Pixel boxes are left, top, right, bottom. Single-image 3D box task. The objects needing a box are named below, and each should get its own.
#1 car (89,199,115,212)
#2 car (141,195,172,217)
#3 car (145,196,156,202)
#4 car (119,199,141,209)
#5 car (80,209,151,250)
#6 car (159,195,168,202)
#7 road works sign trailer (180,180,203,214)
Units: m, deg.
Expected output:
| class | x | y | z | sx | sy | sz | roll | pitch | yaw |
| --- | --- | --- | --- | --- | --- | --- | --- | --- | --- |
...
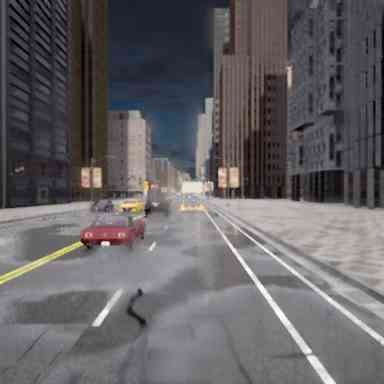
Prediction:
| class | x | y | z | sx | sy | sz | roll | pitch | yaw |
| --- | --- | --- | --- | --- | --- | --- | --- | --- | --- |
| car | -9.842 | 1.568 | 36.731 | 1.837 | 1.490 | 4.892 | 0 | -1 | 0 |
| car | -3.152 | 1.269 | 31.675 | 2.150 | 2.045 | 5.566 | 0 | 0 | 0 |
| car | -9.754 | 1.588 | 78.251 | 1.994 | 1.385 | 4.181 | 0 | 0 | 0 |
| car | -6.594 | 1.538 | 36.244 | 1.882 | 1.535 | 5.008 | 0 | 0 | 0 |
| car | -3.151 | 1.610 | 14.355 | 1.895 | 1.301 | 4.718 | 0 | 0 | 0 |
| car | -6.504 | 1.435 | 76.808 | 1.812 | 1.442 | 4.674 | 0 | 0 | 0 |
| road works sign trailer | 0.007 | 0.526 | 36.619 | 2.380 | 3.560 | 2.880 | 0 | 0 | 1 |
